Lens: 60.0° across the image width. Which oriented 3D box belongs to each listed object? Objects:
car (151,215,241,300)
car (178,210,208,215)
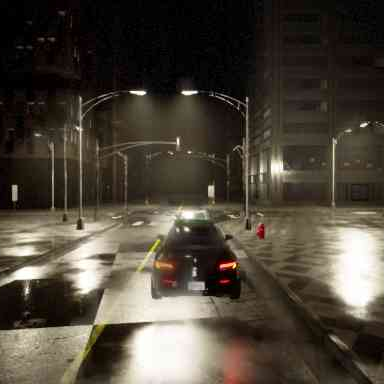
[{"bbox_3d":[0.077,1.523,8.282,1.812,1.442,4.674,0,0,0],"label":"car"},{"bbox_3d":[0.059,1.594,17.307,1.895,1.301,4.718,0,0,0],"label":"car"}]
